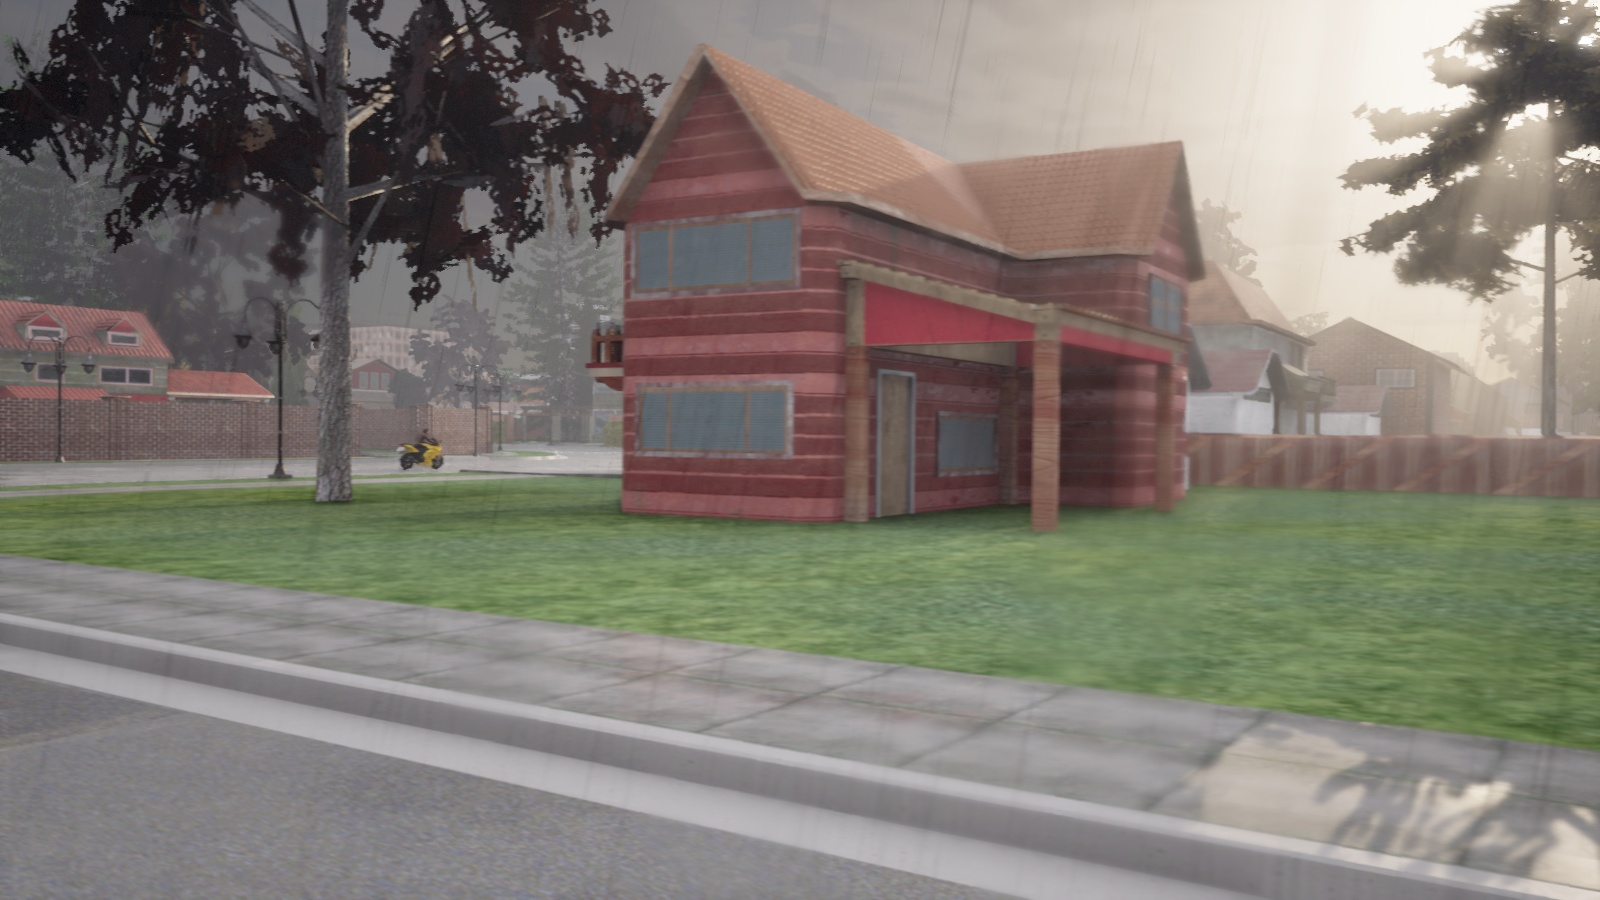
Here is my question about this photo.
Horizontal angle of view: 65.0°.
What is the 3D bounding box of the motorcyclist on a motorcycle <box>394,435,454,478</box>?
[{"bbox_3d":[-13.437,0.216,44.920,0.797,1.523,2.044,0,1,31],"label":"motorcyclist on a motorcycle"}]
